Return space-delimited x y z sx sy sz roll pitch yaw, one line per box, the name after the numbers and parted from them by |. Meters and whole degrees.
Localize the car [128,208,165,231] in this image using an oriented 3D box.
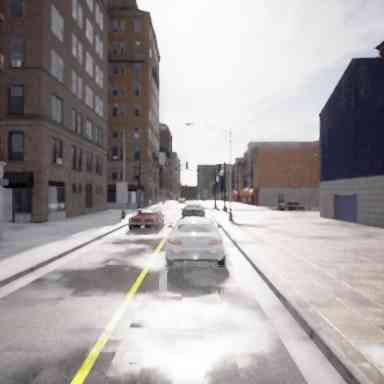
-2.821 1.717 21.328 1.895 1.301 4.718 0 0 0 | car

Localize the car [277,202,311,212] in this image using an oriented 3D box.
13.263 1.930 43.383 4.313 1.339 1.947 0 -1 0 | car

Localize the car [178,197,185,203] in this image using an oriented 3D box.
-2.665 2.115 85.295 1.882 1.535 5.008 0 -1 0 | car

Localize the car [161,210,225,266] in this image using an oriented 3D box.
0.103 1.590 11.647 1.812 1.442 4.674 0 0 0 | car

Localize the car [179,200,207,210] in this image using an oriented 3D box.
0.113 1.650 26.772 1.837 1.490 4.892 0 0 0 | car
